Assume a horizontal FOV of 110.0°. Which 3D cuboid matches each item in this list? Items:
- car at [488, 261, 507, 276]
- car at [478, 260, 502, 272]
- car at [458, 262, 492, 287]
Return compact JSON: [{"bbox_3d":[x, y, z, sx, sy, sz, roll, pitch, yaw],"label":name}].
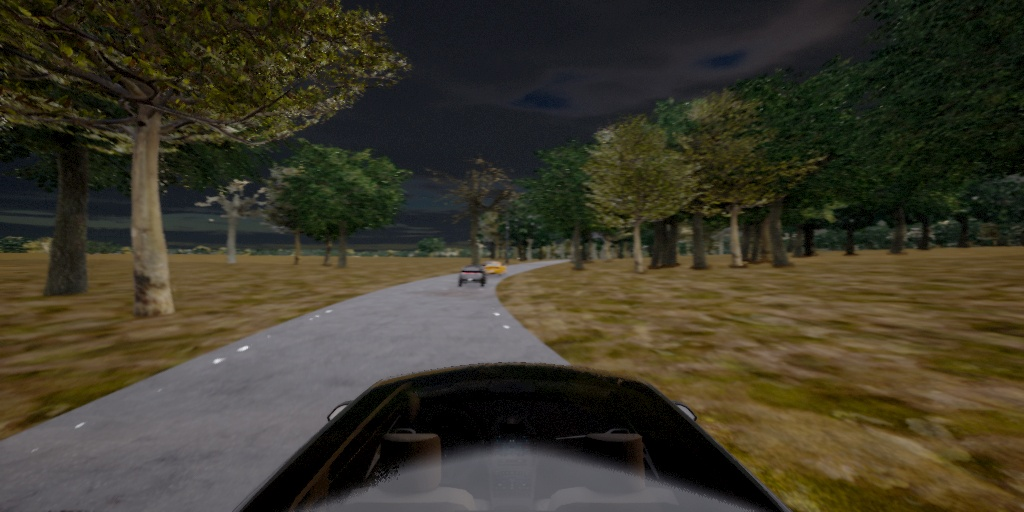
[{"bbox_3d":[-1.837,1.431,41.215,1.882,1.535,5.008,1,1,8],"label":"car"},{"bbox_3d":[-3.056,1.392,51.374,2.033,1.411,5.357,1,1,13],"label":"car"},{"bbox_3d":[-2.866,1.432,26.913,2.128,1.511,4.902,1,0,-1],"label":"car"}]
